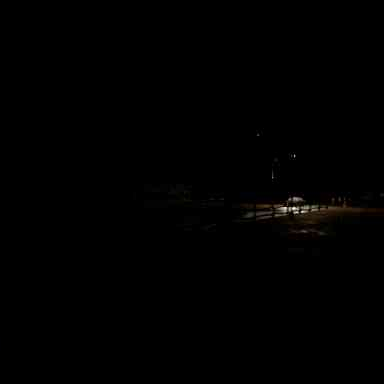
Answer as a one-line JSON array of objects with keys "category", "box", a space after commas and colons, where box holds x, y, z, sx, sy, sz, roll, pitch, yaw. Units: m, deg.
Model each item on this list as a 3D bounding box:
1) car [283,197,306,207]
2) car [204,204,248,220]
[{"category": "car", "box": [15.282, 1.469, 49.152, 2.033, 1.411, 5.357, 2, 1, 36]}, {"category": "car", "box": [2.810, 1.610, 27.288, 1.895, 1.301, 4.718, 2, 1, 36]}]
